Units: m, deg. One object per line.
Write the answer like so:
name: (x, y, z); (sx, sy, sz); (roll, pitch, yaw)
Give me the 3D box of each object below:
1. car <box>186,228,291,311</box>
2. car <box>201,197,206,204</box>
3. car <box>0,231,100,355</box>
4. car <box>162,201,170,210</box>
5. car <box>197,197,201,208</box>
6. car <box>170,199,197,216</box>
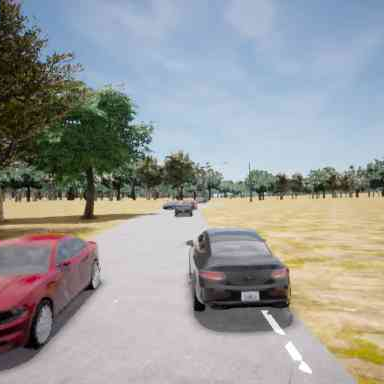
car: (0.872, 1.565, 7.770); (1.812, 1.442, 4.674); (-1, 0, -2)
car: (1.900, 1.942, 74.203); (2.128, 1.511, 4.902); (-3, -1, 16)
car: (-3.282, 1.666, 6.771); (1.882, 1.535, 5.008); (-2, 0, -2)
car: (-3.167, 1.982, 50.354); (2.033, 1.411, 5.357); (-2, 0, 7)
car: (-0.340, 1.777, 47.279); (1.882, 1.535, 5.008); (-2, 0, 7)
car: (-0.858, 1.744, 36.031); (2.128, 1.511, 4.902); (-2, 0, 1)
